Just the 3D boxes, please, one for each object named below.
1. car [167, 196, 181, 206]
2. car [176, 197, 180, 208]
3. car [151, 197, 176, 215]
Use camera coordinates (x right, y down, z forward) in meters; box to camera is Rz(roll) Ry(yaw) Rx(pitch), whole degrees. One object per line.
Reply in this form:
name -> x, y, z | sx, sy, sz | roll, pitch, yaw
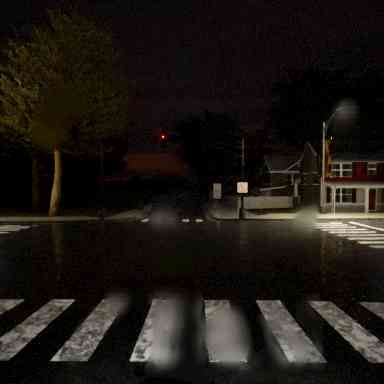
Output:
car -> -2.903, 1.484, 54.765 | 2.033, 1.411, 5.357 | 0, 0, 0
car -> -2.945, 1.460, 44.136 | 1.837, 1.490, 4.892 | 0, 0, 0
car -> -2.982, 1.447, 33.834 | 1.882, 1.535, 5.008 | 0, 0, 0
